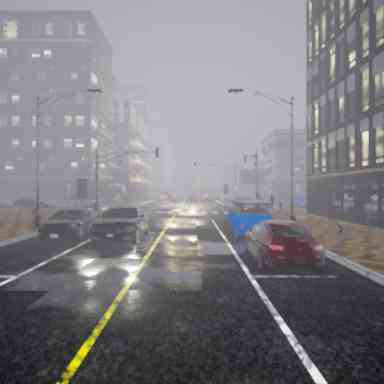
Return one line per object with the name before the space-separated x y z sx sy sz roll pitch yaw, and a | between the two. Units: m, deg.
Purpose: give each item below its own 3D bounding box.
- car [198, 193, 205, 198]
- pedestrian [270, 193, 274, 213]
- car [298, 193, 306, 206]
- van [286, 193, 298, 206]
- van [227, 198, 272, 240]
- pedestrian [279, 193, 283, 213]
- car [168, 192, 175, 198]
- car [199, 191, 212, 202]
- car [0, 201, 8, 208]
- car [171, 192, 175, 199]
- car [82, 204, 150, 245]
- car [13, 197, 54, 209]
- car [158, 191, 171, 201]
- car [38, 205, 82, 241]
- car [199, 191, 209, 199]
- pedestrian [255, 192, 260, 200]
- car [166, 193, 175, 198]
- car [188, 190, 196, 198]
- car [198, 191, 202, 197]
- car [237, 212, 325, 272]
car | 2.681 0.846 93.907 2.008 1.369 4.403 0 0 0
pedestrian | 7.131 1.030 29.976 0.375 1.860 0.375 0 0 0
car | 14.918 1.045 36.778 5.009 1.841 2.192 0 0 0
van | 14.894 1.042 45.158 3.998 1.788 1.690 0 0 0
van | 2.659 1.207 15.885 1.690 1.788 3.998 0 0 0
pedestrian | 8.131 0.994 30.576 0.375 1.860 0.375 0 0 0
car | -5.700 0.822 93.735 1.752 1.417 4.829 0 0 0
car | 2.685 1.045 60.843 1.752 1.417 4.829 0 0 0
car | -22.963 1.157 36.681 4.829 1.417 1.752 0 0 0
car | -5.697 0.720 77.287 2.192 1.841 5.009 0 0 0
car | -3.093 1.351 15.029 1.882 1.535 5.008 0 0 0
car | -17.470 1.224 36.695 4.206 1.307 1.802 0 0 0
car | -5.696 1.009 66.039 1.752 1.417 4.829 0 0 0
car | -5.689 1.432 15.912 1.947 1.339 4.313 0 0 0
car | 2.684 0.719 77.288 2.192 1.841 5.009 0 0 0
pedestrian | 6.131 0.881 31.175 0.375 1.860 0.375 0 0 0
car | -5.699 0.882 88.366 2.008 1.369 4.403 0 0 0
car | -0.011 0.692 87.446 2.097 1.767 4.553 0 0 0
car | 2.683 1.024 71.751 1.802 1.307 4.206 0 0 0
car | 2.659 1.495 10.199 1.802 1.307 4.206 0 0 0
